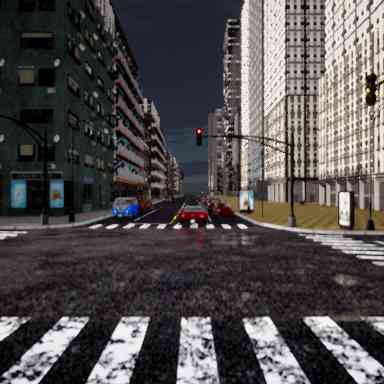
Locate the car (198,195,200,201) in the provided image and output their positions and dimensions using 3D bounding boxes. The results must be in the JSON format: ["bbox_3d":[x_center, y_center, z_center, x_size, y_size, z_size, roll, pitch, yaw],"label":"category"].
[{"bbox_3d":[2.653,1.624,67.277,2.008,1.369,4.403,0,0,0],"label":"car"}]

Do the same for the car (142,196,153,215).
[{"bbox_3d":[-5.704,1.345,34.107,2.192,1.841,5.009,0,0,0],"label":"car"}]

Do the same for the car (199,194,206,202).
[{"bbox_3d":[2.661,1.497,56.222,1.967,1.590,4.097,0,0,0],"label":"car"}]

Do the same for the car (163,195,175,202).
[{"bbox_3d":[-5.734,1.532,78.327,1.967,1.590,4.097,0,0,0],"label":"car"}]

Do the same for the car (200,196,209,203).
[{"bbox_3d":[2.650,1.628,72.804,1.887,1.381,4.507,0,0,0],"label":"car"}]

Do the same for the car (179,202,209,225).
[{"bbox_3d":[0.143,1.621,24.246,1.895,1.301,4.718,0,0,3],"label":"car"}]

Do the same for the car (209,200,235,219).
[{"bbox_3d":[2.678,1.606,28.583,1.802,1.307,4.206,0,0,0],"label":"car"}]

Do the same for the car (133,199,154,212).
[{"bbox_3d":[-5.710,1.581,39.635,1.887,1.381,4.507,0,0,0],"label":"car"}]

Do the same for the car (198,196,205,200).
[{"bbox_3d":[2.635,1.705,94.915,1.802,1.307,4.206,0,0,0],"label":"car"}]

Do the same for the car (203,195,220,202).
[{"bbox_3d":[2.672,1.476,39.639,1.967,1.590,4.097,0,0,0],"label":"car"}]

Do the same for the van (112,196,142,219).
[{"bbox_3d":[-5.701,1.365,28.579,1.690,1.788,3.998,0,0,0],"label":"van"}]

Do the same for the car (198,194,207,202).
[{"bbox_3d":[2.644,1.417,83.860,2.192,1.841,5.009,0,0,0],"label":"car"}]

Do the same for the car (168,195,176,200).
[{"bbox_3d":[-5.746,1.688,94.910,1.947,1.339,4.313,0,0,0],"label":"car"}]

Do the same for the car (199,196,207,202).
[{"bbox_3d":[2.646,1.674,78.332,1.802,1.307,4.206,0,0,0],"label":"car"}]
